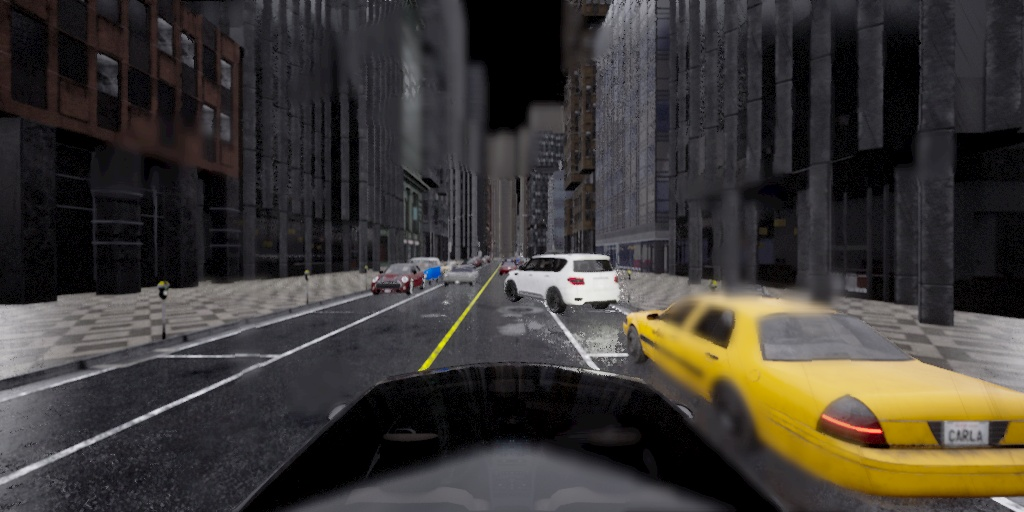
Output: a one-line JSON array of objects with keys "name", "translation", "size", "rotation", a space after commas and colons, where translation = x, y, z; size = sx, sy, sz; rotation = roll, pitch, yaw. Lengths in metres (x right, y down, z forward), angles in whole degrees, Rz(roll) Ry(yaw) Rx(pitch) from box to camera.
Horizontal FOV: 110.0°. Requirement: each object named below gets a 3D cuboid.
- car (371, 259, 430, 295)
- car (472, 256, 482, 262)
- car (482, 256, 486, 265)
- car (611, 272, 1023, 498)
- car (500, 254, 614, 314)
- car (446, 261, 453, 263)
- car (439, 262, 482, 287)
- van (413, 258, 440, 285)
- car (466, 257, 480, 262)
[{"name": "car", "translation": [-5.944, 1.133, 19.096], "size": [1.967, 1.591, 4.097], "rotation": [0, 0, -1]}, {"name": "car", "translation": [-6.359, 1.033, 58.359], "size": [1.967, 1.591, 4.097], "rotation": [0, 0, -1]}, {"name": "car", "translation": [-6.418, 0.895, 63.968], "size": [2.192, 1.841, 5.009], "rotation": [0, 0, -1]}, {"name": "car", "translation": [3.117, 1.196, 5.046], "size": [1.801, 1.575, 5.366], "rotation": [0, 0, -1]}, {"name": "car", "translation": [1.685, 0.934, 13.970], "size": [2.150, 2.045, 5.566], "rotation": [0, 1, -26]}, {"name": "car", "translation": [-6.120, 1.169, 35.752], "size": [1.751, 1.417, 4.829], "rotation": [0, 0, -1]}, {"name": "car", "translation": [-3.333, 1.278, 24.017], "size": [1.895, 1.301, 4.718], "rotation": [0, 0, -1]}, {"name": "van", "translation": [-6.004, 1.016, 24.705], "size": [1.690, 1.789, 3.998], "rotation": [0, 0, -1]}, {"name": "car", "translation": [-6.299, 1.172, 52.749], "size": [1.948, 1.339, 4.313], "rotation": [0, 0, -1]}]
